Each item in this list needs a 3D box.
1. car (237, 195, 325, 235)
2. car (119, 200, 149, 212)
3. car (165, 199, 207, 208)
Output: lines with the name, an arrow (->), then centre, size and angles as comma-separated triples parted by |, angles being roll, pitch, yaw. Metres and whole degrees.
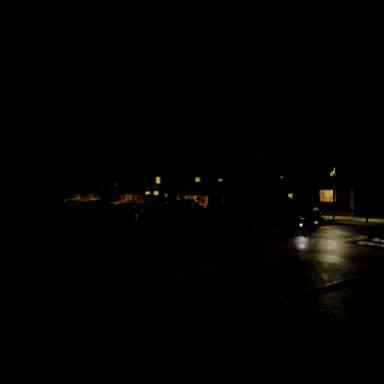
car -> 4.992, 1.243, 19.721 | 2.150, 2.045, 5.566 | -2, 1, -33
car -> -6.580, 1.608, 37.227 | 1.895, 1.301, 4.718 | -2, 1, -33
car -> -0.481, 1.369, 27.998 | 2.097, 1.767, 4.553 | -2, 1, -34
